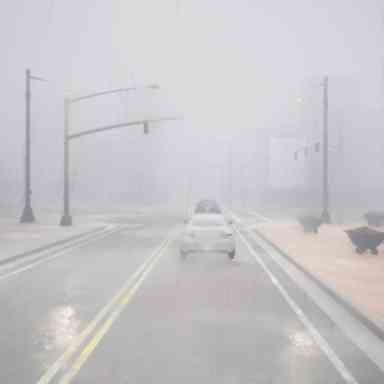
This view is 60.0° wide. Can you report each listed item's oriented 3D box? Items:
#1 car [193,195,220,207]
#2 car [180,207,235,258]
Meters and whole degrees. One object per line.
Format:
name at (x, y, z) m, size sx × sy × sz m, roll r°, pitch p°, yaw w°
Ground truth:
car at (1.319, 1.359, 28.145) m, size 2.097 × 1.767 × 4.553 m, roll 0°, pitch 0°, yaw 3°
car at (0.601, 1.519, 12.614) m, size 1.812 × 1.442 × 4.674 m, roll 0°, pitch 0°, yaw 3°
